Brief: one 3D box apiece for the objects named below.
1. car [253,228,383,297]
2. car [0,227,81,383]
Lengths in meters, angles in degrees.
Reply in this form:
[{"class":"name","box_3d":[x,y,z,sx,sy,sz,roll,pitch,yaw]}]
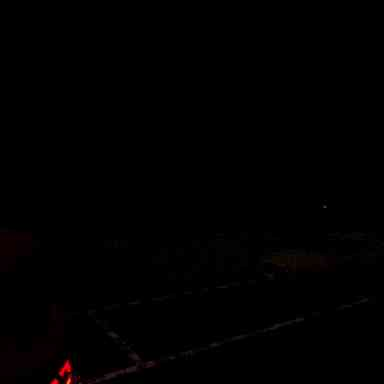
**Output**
[{"class":"car","box_3d":[3.825,1.677,8.935,4.829,1.417,1.752,1,-2,-32]},{"class":"car","box_3d":[-3.244,1.228,1.096,5.566,2.045,2.150,1,-1,-33]}]
